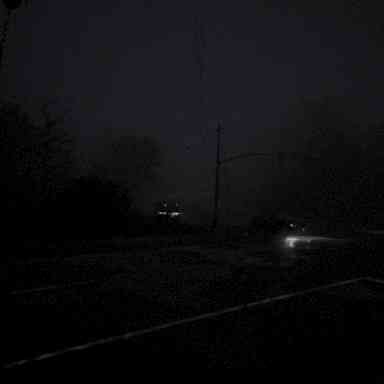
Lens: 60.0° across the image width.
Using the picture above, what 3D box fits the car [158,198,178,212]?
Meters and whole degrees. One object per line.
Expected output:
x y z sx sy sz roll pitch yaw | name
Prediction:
-3.348 1.726 46.097 2.097 1.767 4.553 3 1 -16 | car

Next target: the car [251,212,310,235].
5.991 2.110 23.108 1.812 1.442 4.674 3 -2 -28 | car
